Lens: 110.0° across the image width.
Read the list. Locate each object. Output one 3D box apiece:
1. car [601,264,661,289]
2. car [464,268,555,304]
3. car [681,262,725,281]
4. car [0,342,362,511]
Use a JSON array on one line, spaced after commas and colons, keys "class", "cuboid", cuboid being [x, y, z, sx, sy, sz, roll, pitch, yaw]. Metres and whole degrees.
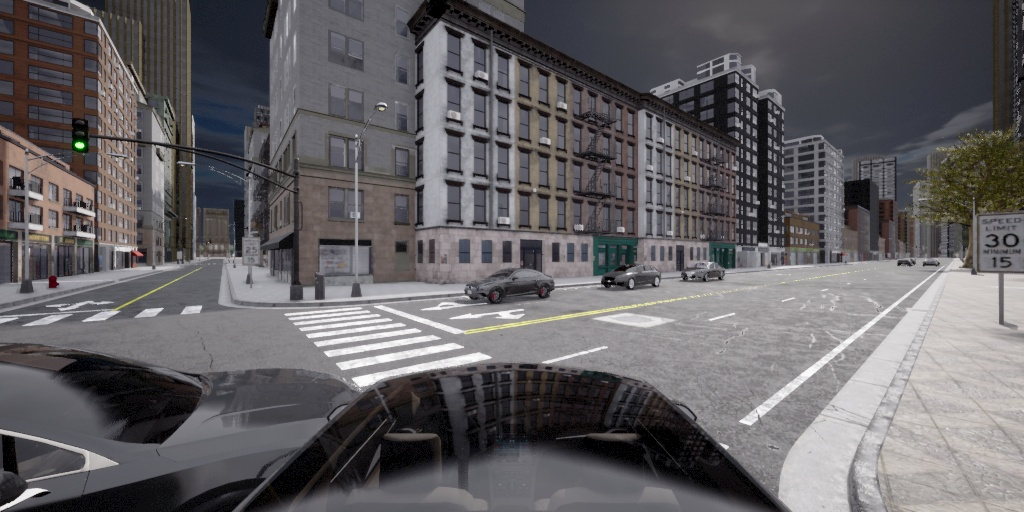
[{"class": "car", "cuboid": [7.706, 1.259, 22.982, 4.892, 1.490, 1.837, 0, 0, -39]}, {"class": "car", "cuboid": [0.000, 1.287, 16.775, 4.674, 1.442, 1.812, 0, 0, -39]}, {"class": "car", "cuboid": [15.731, 1.237, 29.434, 4.902, 1.511, 2.128, 0, 0, -39]}, {"class": "car", "cuboid": [-3.218, 1.257, 1.811, 4.892, 1.490, 1.837, 0, 0, -34]}]
